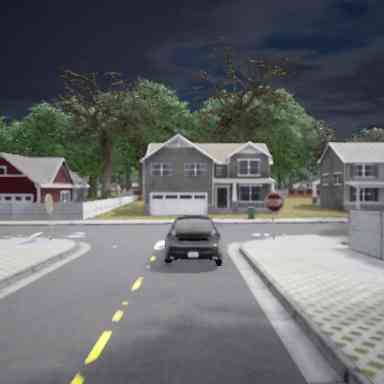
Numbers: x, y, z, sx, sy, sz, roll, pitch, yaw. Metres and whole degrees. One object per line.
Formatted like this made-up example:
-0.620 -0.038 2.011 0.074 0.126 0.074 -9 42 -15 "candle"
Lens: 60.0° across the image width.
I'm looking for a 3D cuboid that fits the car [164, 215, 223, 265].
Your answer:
0.069 1.592 12.077 1.837 1.490 4.892 0 0 1 "car"
